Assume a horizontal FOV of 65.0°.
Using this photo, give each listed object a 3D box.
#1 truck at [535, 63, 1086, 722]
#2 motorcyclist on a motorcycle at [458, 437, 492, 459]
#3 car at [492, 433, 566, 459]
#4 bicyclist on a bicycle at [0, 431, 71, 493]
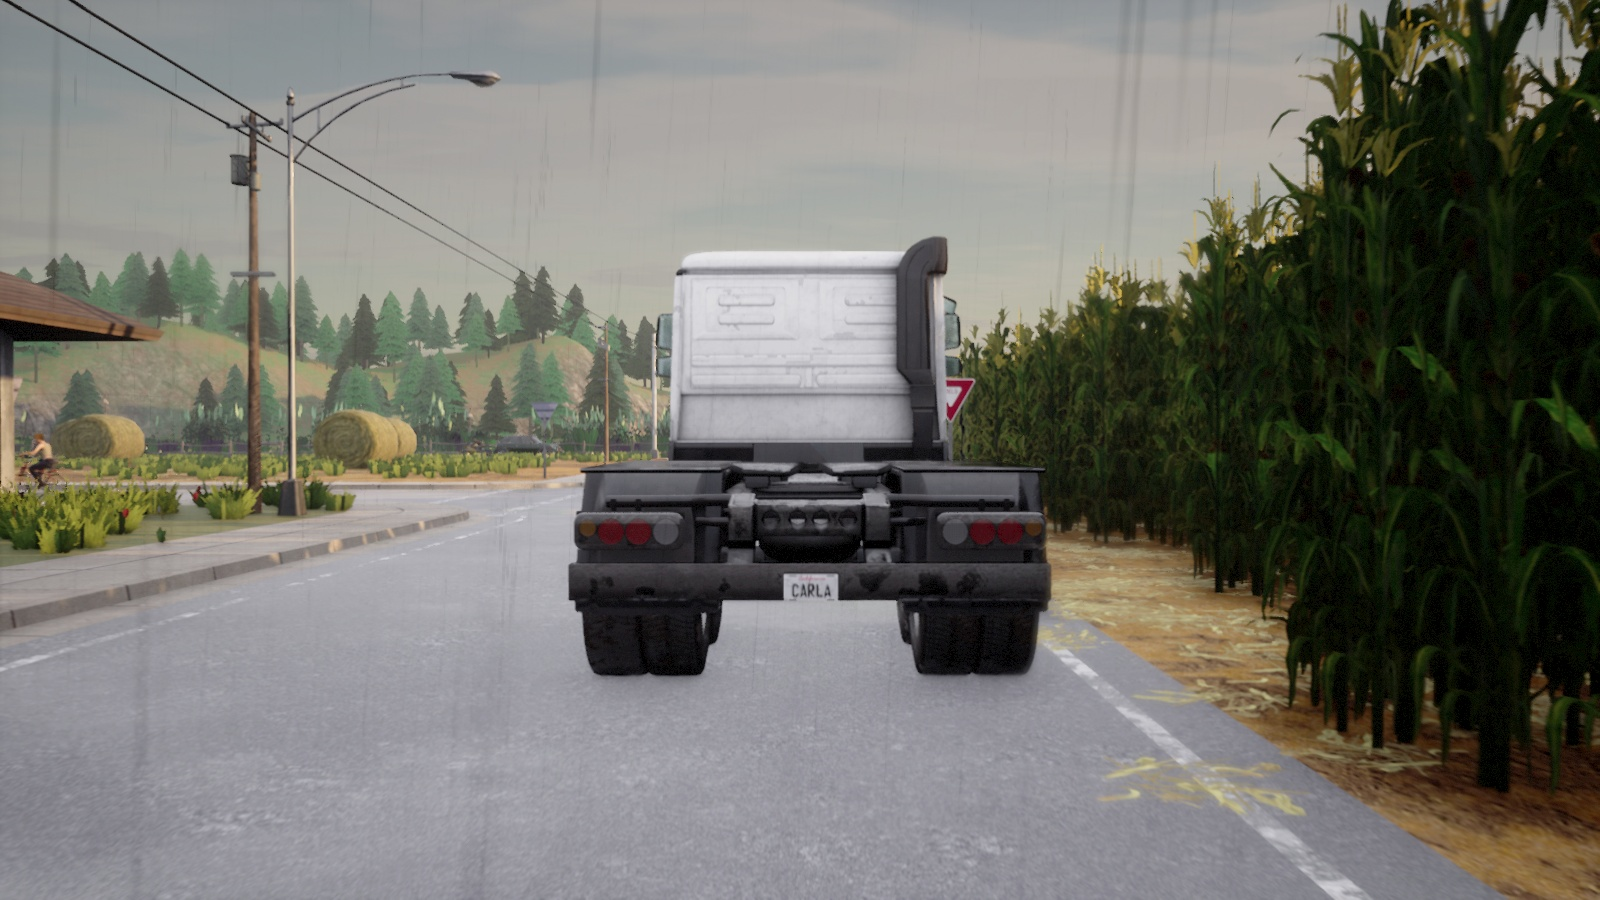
[{"bbox_3d":[0.076,-0.338,10.571,2.891,3.462,7.936,0,1,0],"label":"truck"},{"bbox_3d":[-23.280,-0.140,89.837,2.191,1.530,0.866,0,1,3],"label":"motorcyclist on a motorcycle"},{"bbox_3d":[-18.556,-0.277,86.058,4.553,1.767,2.097,0,1,3],"label":"car"},{"bbox_3d":[-20.220,0.320,33.080,1.509,1.612,0.866,0,1,0],"label":"bicyclist on a bicycle"}]
